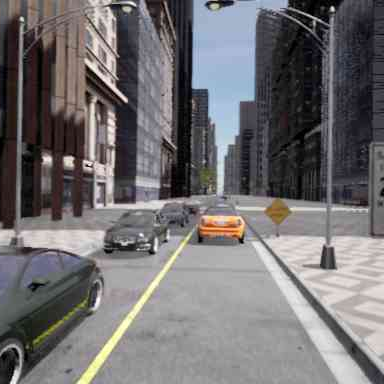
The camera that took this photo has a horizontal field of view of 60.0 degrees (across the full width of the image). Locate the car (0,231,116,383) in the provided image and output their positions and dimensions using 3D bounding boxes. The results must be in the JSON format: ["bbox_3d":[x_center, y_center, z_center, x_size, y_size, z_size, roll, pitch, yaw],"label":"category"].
[{"bbox_3d":[-2.790,1.521,4.769,1.994,1.385,4.181,1,0,5],"label":"car"}]

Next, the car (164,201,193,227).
[{"bbox_3d":[-1.236,1.492,22.800,1.837,1.490,4.892,1,0,5],"label":"car"}]

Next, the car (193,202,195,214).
[{"bbox_3d":[-0.322,1.604,33.020,1.895,1.301,4.718,1,0,5],"label":"car"}]

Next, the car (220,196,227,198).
[{"bbox_3d":[4.143,1.635,48.134,1.994,1.385,4.181,1,0,5],"label":"car"}]

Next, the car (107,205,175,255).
[{"bbox_3d":[-2.045,1.477,13.409,1.837,1.490,4.892,1,0,5],"label":"car"}]

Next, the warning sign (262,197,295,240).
[{"bbox_3d":[3.965,1.182,15.403,1.300,1.860,1.060,1,0,5],"label":"warning sign"}]

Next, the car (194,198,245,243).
[{"bbox_3d":[1.440,1.380,16.547,2.097,1.767,4.553,1,0,5],"label":"car"}]
